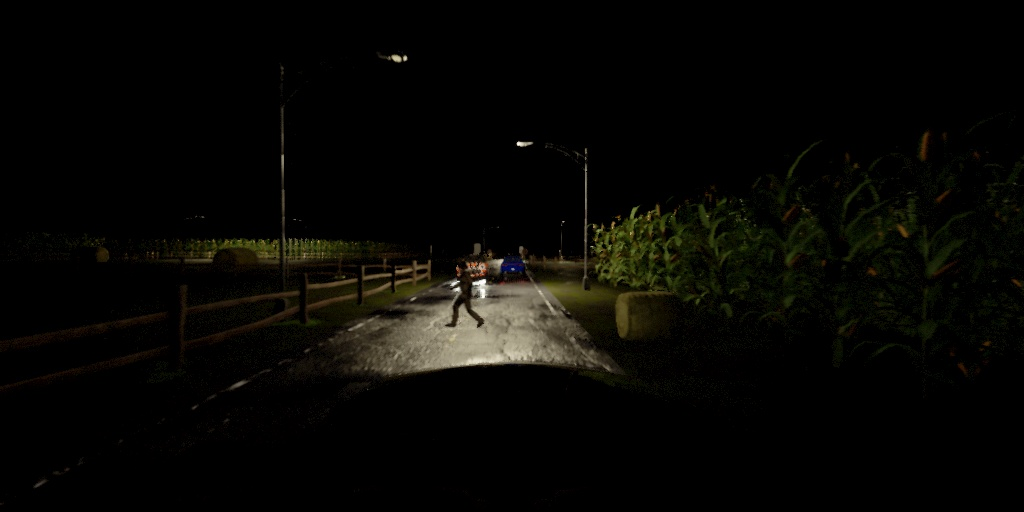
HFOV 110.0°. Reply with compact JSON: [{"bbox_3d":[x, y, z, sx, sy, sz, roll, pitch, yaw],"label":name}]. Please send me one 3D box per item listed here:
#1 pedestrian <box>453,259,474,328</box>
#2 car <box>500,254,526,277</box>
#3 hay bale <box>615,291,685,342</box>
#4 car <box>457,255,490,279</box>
[{"bbox_3d":[-1.240,0.936,9.150,0.375,1.860,0.375,0,1,-3],"label":"pedestrian"},{"bbox_3d":[0.082,0.828,29.030,1.882,1.535,5.008,0,0,0],"label":"car"},{"bbox_3d":[3.124,1.309,8.281,1.220,1.180,1.240,0,0,0],"label":"hay bale"},{"bbox_3d":[-2.842,0.730,27.062,2.097,1.767,4.553,0,1,0],"label":"car"}]
